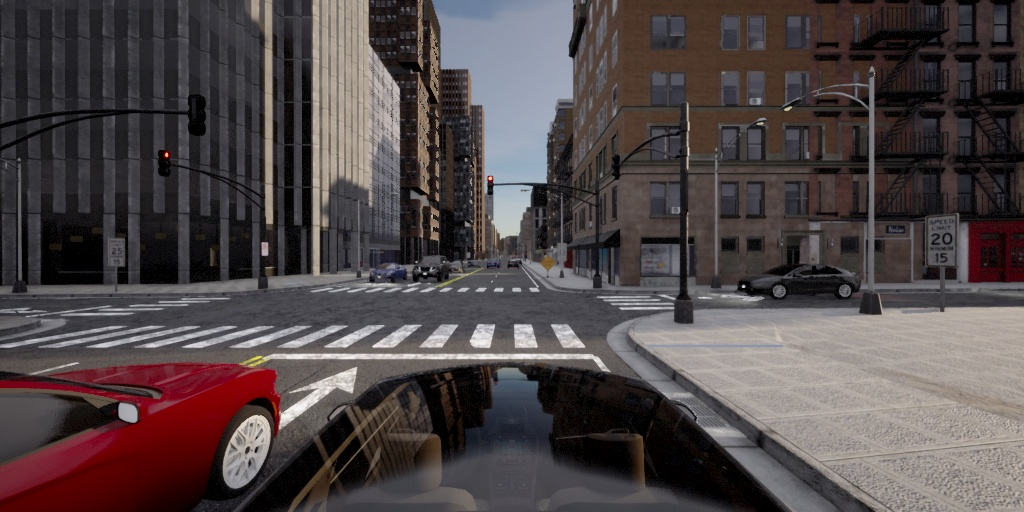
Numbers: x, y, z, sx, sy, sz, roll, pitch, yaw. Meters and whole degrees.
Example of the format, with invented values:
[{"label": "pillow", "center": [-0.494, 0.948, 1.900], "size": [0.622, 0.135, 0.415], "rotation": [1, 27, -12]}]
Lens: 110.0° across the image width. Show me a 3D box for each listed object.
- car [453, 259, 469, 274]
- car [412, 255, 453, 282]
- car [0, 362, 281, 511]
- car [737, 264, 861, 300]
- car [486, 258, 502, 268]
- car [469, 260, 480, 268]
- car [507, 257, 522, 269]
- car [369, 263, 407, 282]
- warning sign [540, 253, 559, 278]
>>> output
[{"label": "car", "center": [-6.501, 1.263, 41.265], "size": [1.837, 1.490, 4.892], "rotation": [0, 0, 0]}, {"label": "car", "center": [-6.546, 0.974, 29.497], "size": [2.150, 2.045, 5.566], "rotation": [0, 0, -1]}, {"label": "car", "center": [-3.153, 1.228, 1.429], "size": [1.882, 1.535, 5.008], "rotation": [0, 0, 0]}, {"label": "car", "center": [12.908, 1.116, 16.281], "size": [4.892, 1.490, 1.837], "rotation": [0, 0, -1]}, {"label": "car", "center": [-3.050, 1.118, 59.502], "size": [2.097, 1.767, 4.553], "rotation": [0, 0, 1]}, {"label": "car", "center": [-6.394, 1.330, 59.125], "size": [1.994, 1.385, 4.181], "rotation": [0, 0, 1]}, {"label": "car", "center": [0.193, 1.270, 58.753], "size": [1.837, 1.490, 4.892], "rotation": [0, 0, 0]}, {"label": "car", "center": [-9.784, 1.278, 28.743], "size": [1.812, 1.442, 4.674], "rotation": [0, 0, 0]}, {"label": "warning sign", "center": [2.917, 0.868, 29.148], "size": [1.300, 1.860, 1.060], "rotation": [0, 0, 0]}]
